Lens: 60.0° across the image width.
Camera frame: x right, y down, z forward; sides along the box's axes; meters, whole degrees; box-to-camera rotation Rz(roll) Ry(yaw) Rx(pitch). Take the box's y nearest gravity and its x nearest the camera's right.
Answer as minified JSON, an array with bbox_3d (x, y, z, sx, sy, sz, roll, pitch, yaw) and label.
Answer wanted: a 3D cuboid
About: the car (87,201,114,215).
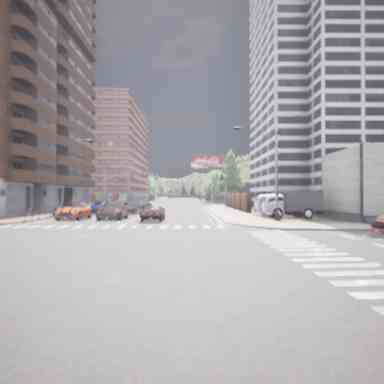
[{"bbox_3d":[-10.723,1.843,39.426,1.882,1.535,5.008,0,-1,0],"label":"car"}]

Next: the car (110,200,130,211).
[{"bbox_3d":[-10.729,1.943,49.890,1.882,1.535,5.008,0,-1,0],"label":"car"}]

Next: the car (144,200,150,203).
[{"bbox_3d":[-7.233,1.943,49.384,1.882,1.535,5.008,0,-1,0],"label":"car"}]

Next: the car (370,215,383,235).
[{"bbox_3d":[12.031,1.483,17.680,4.553,1.767,2.097,0,-1,0],"label":"car"}]

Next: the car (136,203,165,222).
[{"bbox_3d":[-3.438,1.882,29.632,1.895,1.301,4.718,0,-1,-1],"label":"car"}]

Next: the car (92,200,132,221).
[{"bbox_3d":[-7.169,1.634,30.206,2.097,1.767,4.553,0,-1,0],"label":"car"}]

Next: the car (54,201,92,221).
[{"bbox_3d":[-10.693,1.629,30.203,2.097,1.767,4.553,0,-1,0],"label":"car"}]

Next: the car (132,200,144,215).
[{"bbox_3d":[-7.224,1.874,39.338,1.837,1.490,4.892,0,-1,0],"label":"car"}]
